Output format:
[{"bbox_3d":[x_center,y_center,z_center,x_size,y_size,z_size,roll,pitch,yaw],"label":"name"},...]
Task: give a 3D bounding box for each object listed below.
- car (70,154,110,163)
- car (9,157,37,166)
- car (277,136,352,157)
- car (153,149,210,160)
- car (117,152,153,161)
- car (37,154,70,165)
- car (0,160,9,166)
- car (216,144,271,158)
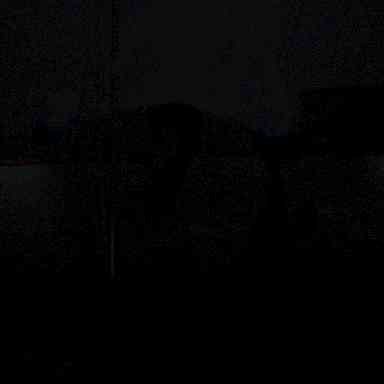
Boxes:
[{"bbox_3d":[-10.364,-3.385,35.939,4.792,1.488,2.163,1,1,29],"label":"car"},{"bbox_3d":[-20.101,-3.563,41.574,5.008,1.535,2.097,1,1,32],"label":"car"},{"bbox_3d":[9.496,-3.309,26.054,5.566,2.045,2.435,1,1,25],"label":"car"},{"bbox_3d":[-0.677,-3.268,30.855,4.892,1.521,2.231,1,1,27],"label":"car"},{"bbox_3d":[-5.504,-3.302,33.323,4.674,1.452,2.002,1,1,28],"label":"car"},{"bbox_3d":[-15.352,-3.615,38.749,4.553,1.767,2.185,1,1,31],"label":"car"},{"bbox_3d":[-24.807,-3.596,44.512,4.674,1.452,2.002,1,1,33],"label":"car"},{"bbox_3d":[4.399,-3.300,28.403,4.553,1.767,2.185,1,1,26],"label":"car"}]
